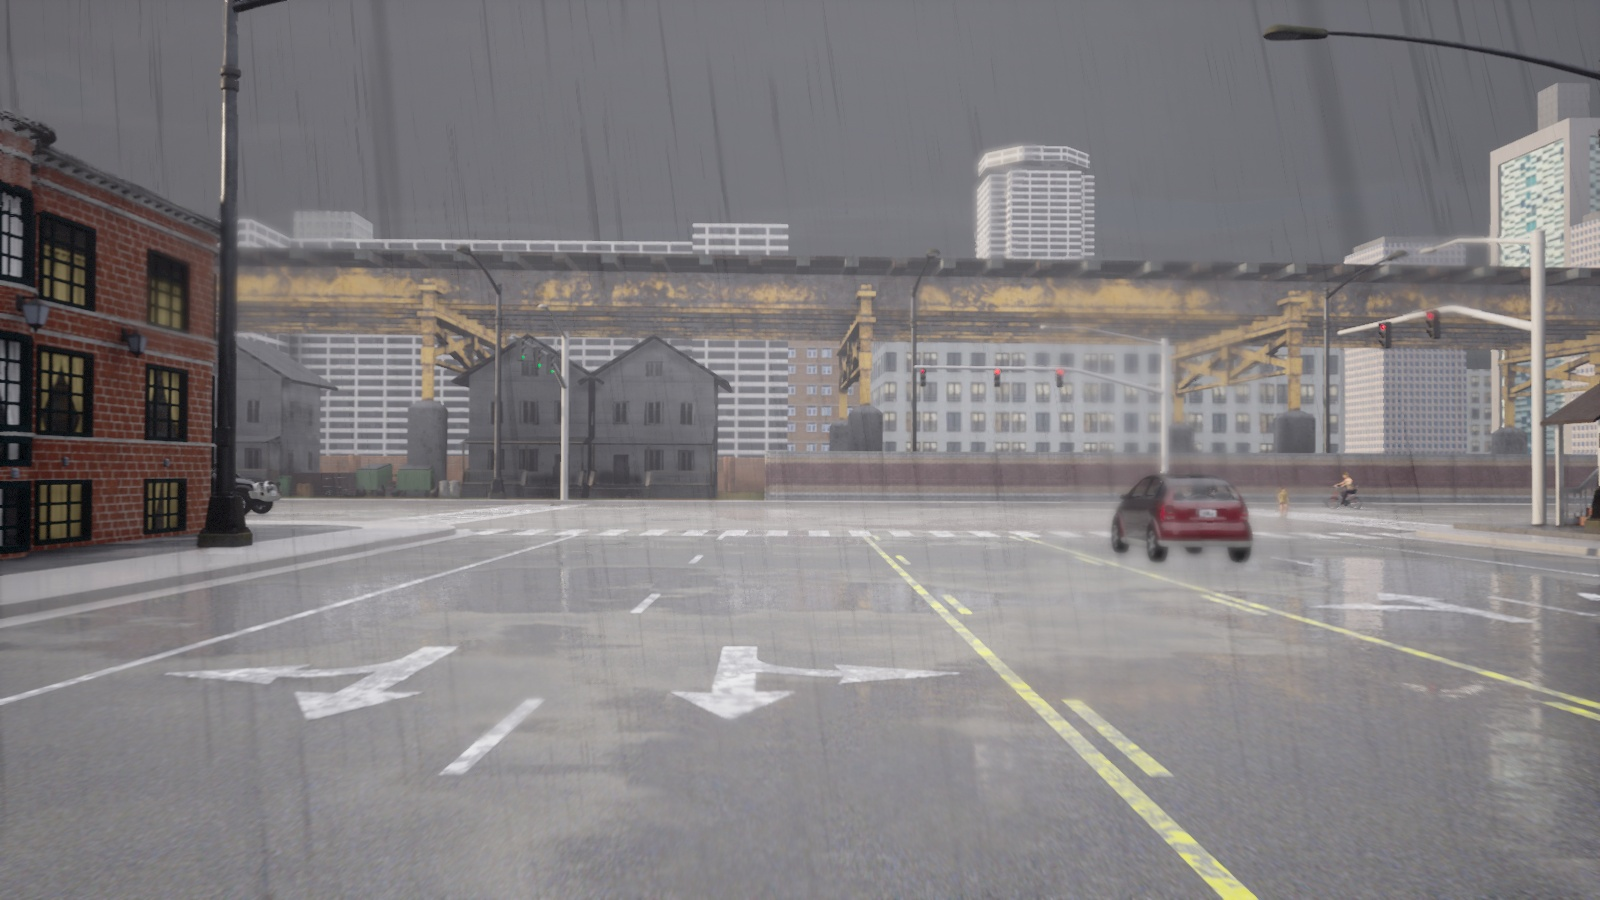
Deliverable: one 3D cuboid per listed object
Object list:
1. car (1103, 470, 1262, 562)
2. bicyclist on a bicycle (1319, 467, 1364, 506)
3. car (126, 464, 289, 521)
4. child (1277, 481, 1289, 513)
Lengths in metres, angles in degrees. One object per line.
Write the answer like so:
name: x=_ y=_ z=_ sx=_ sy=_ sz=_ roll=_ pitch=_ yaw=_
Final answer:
car: x=6.943 y=1.154 z=23.200 sx=1.789 sy=1.549 sz=3.705 roll=0 pitch=-1 yaw=0
bicyclist on a bicycle: x=22.915 y=1.549 z=53.140 sx=1.509 sy=1.612 sz=0.866 roll=0 pitch=-1 yaw=0
car: x=-20.013 y=1.424 z=42.557 sx=4.605 sy=1.855 sz=1.932 roll=0 pitch=-1 yaw=0
child: x=16.781 y=1.643 z=43.644 sx=0.255 sy=1.110 sz=0.394 roll=0 pitch=-1 yaw=1
